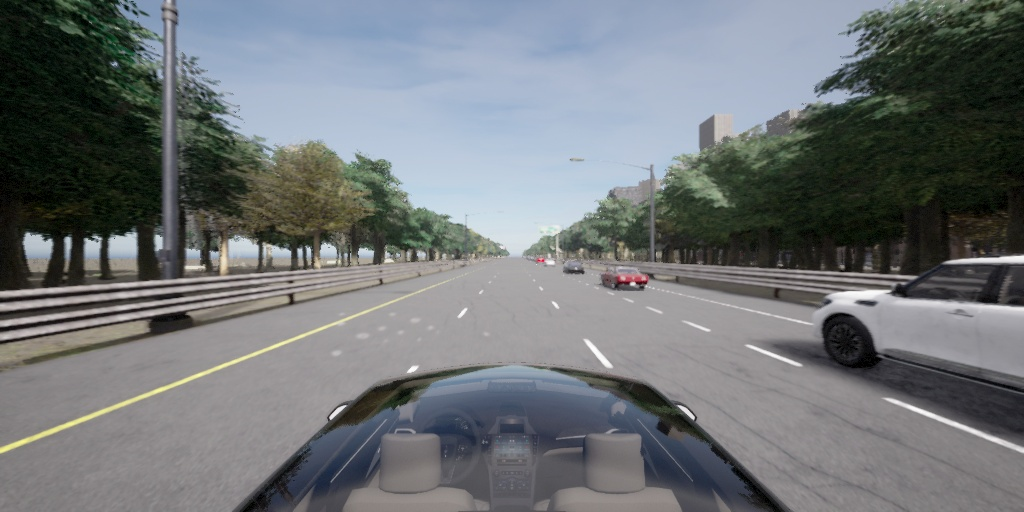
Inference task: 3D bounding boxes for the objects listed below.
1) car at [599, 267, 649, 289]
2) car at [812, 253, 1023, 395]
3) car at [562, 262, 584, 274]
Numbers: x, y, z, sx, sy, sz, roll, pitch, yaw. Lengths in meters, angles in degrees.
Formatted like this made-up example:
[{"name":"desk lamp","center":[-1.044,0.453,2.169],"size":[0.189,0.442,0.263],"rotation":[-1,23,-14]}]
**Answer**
[{"name":"car","center":[7.044,1.357,23.124],"size":[1.895,1.301,4.718],"rotation":[0,0,0]},{"name":"car","center":[7.004,0.975,4.678],"size":[2.150,2.045,5.566],"rotation":[0,0,0]},{"name":"car","center":[7.123,1.336,41.918],"size":[1.994,1.385,4.181],"rotation":[0,0,0]}]
